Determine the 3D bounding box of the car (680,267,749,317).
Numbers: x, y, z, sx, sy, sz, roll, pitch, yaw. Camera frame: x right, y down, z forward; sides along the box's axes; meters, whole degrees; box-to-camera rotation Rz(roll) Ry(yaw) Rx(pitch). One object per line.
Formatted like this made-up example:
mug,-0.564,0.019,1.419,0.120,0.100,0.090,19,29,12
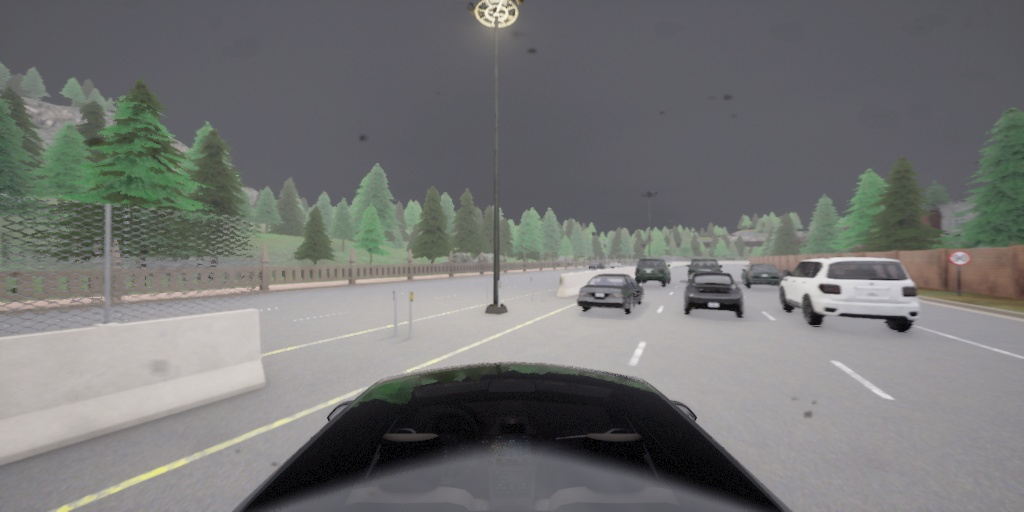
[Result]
car,7.745,1.367,13.977,1.837,1.490,4.892,0,0,27

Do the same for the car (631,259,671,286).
car,10.979,1.212,27.894,2.150,2.045,5.566,0,0,28

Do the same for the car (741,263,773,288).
car,17.580,1.311,25.387,2.097,1.767,4.553,0,-1,28

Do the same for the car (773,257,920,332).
car,10.465,1.061,11.625,2.150,2.045,5.566,0,0,27

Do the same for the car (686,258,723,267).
car,14.071,1.195,26.256,2.150,2.045,5.566,0,0,28

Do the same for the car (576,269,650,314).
car,4.154,1.416,14.653,2.033,1.411,5.357,0,-1,27
